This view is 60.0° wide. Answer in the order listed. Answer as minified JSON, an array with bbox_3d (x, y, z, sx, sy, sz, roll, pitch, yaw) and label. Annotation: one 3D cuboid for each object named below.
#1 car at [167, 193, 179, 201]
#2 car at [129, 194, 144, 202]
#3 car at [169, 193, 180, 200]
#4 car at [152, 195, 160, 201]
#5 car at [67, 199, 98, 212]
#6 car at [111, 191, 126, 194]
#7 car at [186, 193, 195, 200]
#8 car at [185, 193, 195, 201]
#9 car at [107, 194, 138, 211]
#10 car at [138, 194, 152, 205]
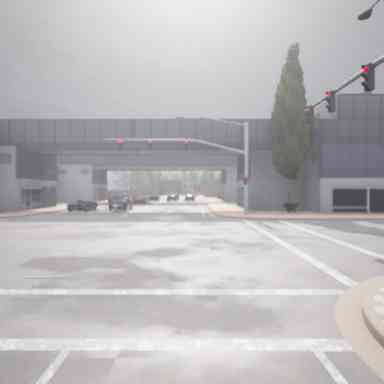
[{"bbox_3d":[-3.971,1.122,65.676,2.033,1.411,5.357,0,0,0],"label":"car"},{"bbox_3d":[-10.970,1.125,66.433,2.033,1.411,5.357,0,0,1],"label":"car"},{"bbox_3d":[-3.908,0.957,75.362,2.128,1.511,4.902,0,0,0],"label":"car"},{"bbox_3d":[-7.475,1.188,66.420,1.895,1.301,4.718,0,0,1],"label":"car"},{"bbox_3d":[-11.268,1.377,34.440,1.895,1.301,4.718,0,0,0],"label":"car"},{"bbox_3d":[-11.151,0.897,50.153,2.150,2.045,5.566,0,0,0],"label":"car"},{"bbox_3d":[-0.409,0.976,75.267,1.994,1.385,4.181,0,0,0],"label":"car"},{"bbox_3d":[-0.463,1.130,66.983,1.994,1.385,4.181,0,0,0],"label":"car"},{"bbox_3d":[-7.742,1.255,36.399,2.128,1.511,4.902,0,0,2],"label":"car"},{"bbox_3d":[-7.649,1.153,50.127,1.882,1.535,5.008,0,0,1],"label":"car"}]
